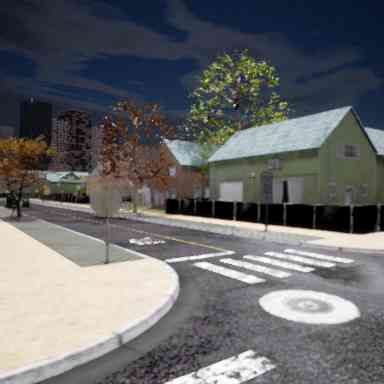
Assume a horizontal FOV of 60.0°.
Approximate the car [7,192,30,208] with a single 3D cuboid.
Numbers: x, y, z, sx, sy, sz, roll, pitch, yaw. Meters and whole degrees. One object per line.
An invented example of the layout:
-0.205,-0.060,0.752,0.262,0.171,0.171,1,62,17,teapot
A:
-22.869,0.978,43.786,2.150,2.045,5.566,0,0,-35,car
